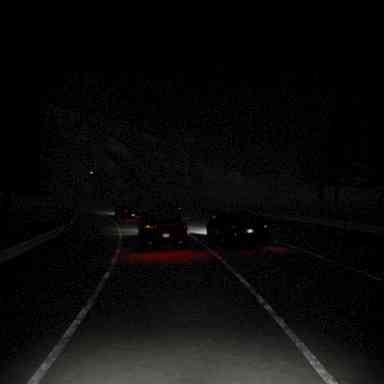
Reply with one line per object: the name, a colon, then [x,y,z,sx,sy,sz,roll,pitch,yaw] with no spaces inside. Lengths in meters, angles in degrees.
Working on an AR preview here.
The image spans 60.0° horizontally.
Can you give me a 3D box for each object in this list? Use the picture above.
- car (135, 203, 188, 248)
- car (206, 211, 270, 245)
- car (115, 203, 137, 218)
car: [-1.435,1.482,14.932,1.882,1.535,5.008,0,0,-11]
car: [2.004,1.570,15.583,1.994,1.385,4.181,0,0,-11]
car: [-5.686,1.613,29.665,1.895,1.301,4.718,0,0,-21]
